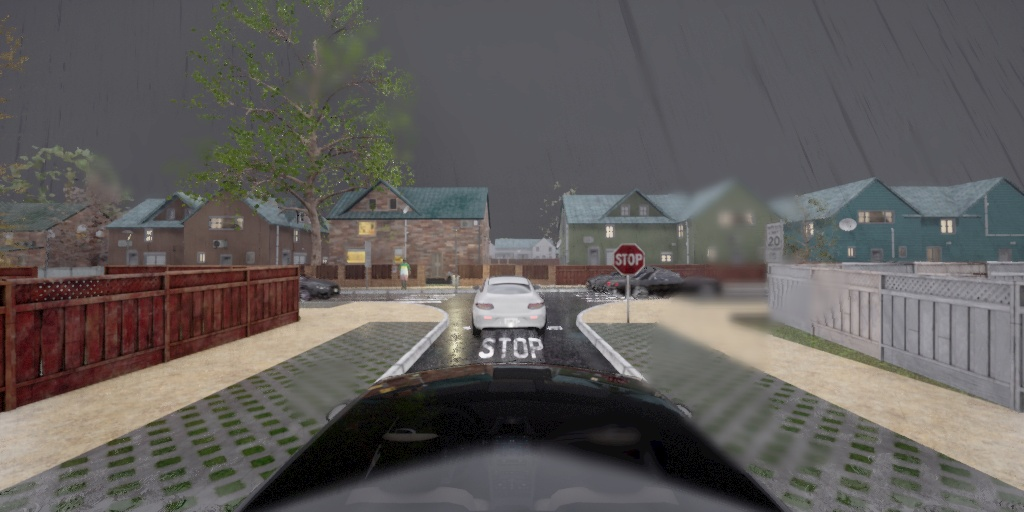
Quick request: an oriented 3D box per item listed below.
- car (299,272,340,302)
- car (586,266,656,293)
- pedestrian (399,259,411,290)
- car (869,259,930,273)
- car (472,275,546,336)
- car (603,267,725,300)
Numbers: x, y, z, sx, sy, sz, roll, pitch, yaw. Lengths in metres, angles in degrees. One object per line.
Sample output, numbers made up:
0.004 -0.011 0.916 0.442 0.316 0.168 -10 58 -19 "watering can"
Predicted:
-10.496 1.369 16.441 4.892 1.490 1.837 -1 -1 1 "car"
6.452 1.284 19.151 4.892 1.490 1.837 0 -1 1 "car"
-6.691 1.116 22.255 0.375 1.860 0.375 0 -1 1 "pedestrian"
19.816 1.021 18.965 4.553 1.767 2.097 0 -1 1 "car"
-0.145 1.279 10.312 1.812 1.442 4.674 0 0 -3 "car"
6.847 1.300 16.188 4.718 1.301 1.895 -1 -1 1 "car"
